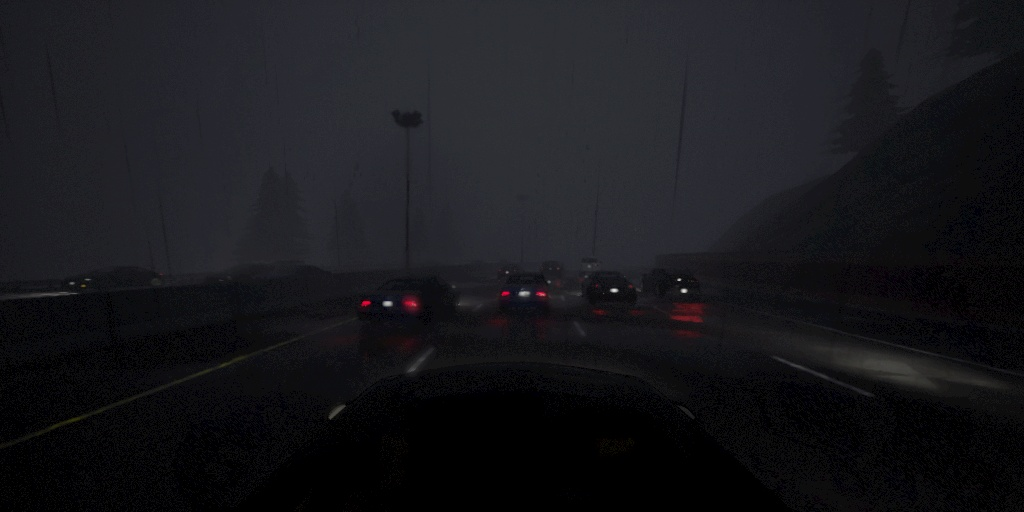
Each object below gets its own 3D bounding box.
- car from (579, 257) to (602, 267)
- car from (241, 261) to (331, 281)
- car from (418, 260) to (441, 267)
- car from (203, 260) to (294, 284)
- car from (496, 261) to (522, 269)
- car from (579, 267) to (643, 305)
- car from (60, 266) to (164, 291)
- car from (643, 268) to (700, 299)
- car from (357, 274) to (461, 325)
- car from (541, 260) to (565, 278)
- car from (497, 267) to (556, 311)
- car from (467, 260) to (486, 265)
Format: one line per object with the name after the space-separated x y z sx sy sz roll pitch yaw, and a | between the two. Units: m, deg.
8.498 1.110 38.725 2.150 2.045 5.566 0 0 15 | car
-12.910 1.241 21.269 1.882 1.535 5.008 0 0 7 | car
-13.941 1.354 60.567 1.882 1.535 5.008 0 0 21 | car
-16.310 1.232 22.289 1.882 1.535 5.008 0 0 8 | car
0.003 1.408 33.389 1.994 1.385 4.181 0 0 12 | car
4.349 1.373 16.535 1.994 1.385 4.181 0 0 6 | car
-23.468 1.290 21.287 1.994 1.385 4.181 0 0 7 | car
8.096 1.333 18.699 1.837 1.490 4.892 0 0 6 | car
-3.107 1.317 11.938 2.033 1.411 5.357 0 0 4 | car
4.072 1.216 35.468 2.097 1.767 4.553 0 0 13 | car
0.606 1.338 14.607 2.033 1.411 5.357 0 0 5 | car
-6.049 1.407 61.471 1.837 1.490 4.892 0 0 22 | car
